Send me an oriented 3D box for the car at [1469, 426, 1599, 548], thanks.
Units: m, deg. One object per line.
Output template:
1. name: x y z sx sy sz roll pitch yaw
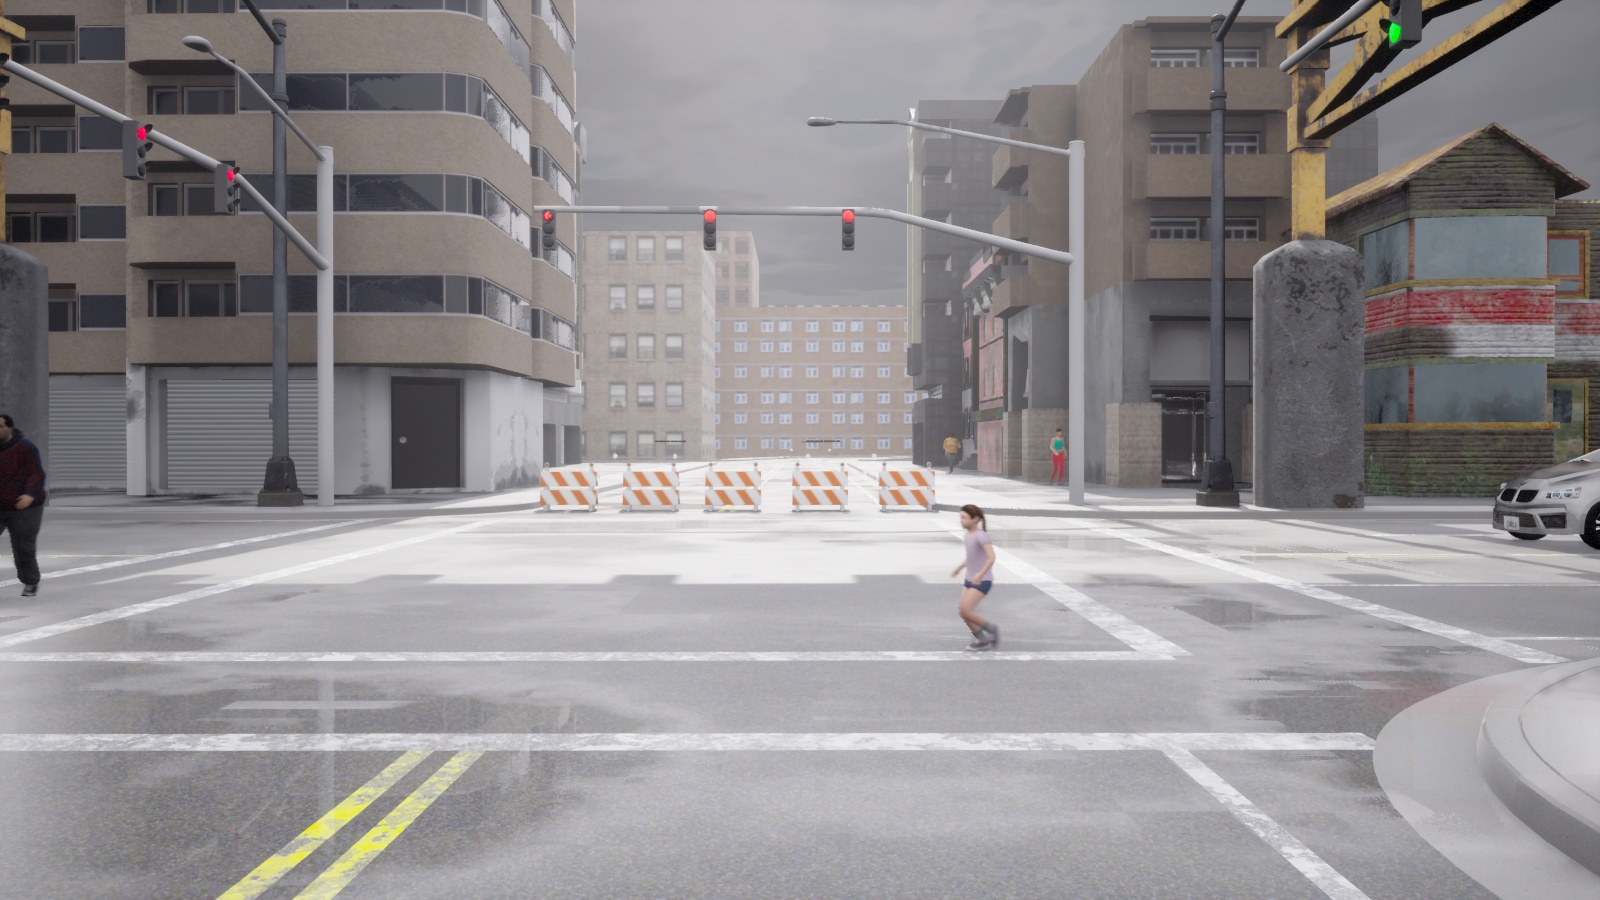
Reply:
1. car: 12.614 0.498 18.226 4.611 1.667 2.242 0 0 0

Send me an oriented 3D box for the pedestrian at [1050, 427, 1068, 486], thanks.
1. pedestrian: 8.156 0.195 39.579 0.345 1.836 0.594 0 0 -13

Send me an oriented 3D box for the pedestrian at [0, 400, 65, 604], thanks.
1. pedestrian: -7.476 0.469 11.802 0.634 1.844 0.899 0 0 -4

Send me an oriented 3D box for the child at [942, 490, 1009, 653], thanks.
1. child: 1.232 0.842 8.821 0.394 1.110 0.255 0 0 -21

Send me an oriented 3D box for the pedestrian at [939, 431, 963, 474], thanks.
1. pedestrian: 6.539 0.110 54.275 0.874 1.855 0.900 0 0 -4
